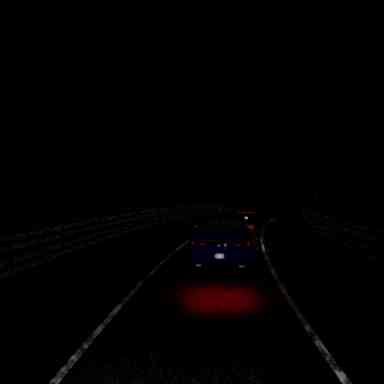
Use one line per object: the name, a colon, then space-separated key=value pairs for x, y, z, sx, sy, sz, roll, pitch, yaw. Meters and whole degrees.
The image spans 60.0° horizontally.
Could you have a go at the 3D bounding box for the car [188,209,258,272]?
car: x=1.058 y=1.572 z=11.300 sx=1.882 sy=1.535 sz=5.008 roll=0 pitch=0 yaw=8

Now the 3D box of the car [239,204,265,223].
car: x=4.918 y=1.789 z=27.986 sx=1.837 sy=1.490 sz=4.892 roll=-1 pitch=-1 yaw=17
